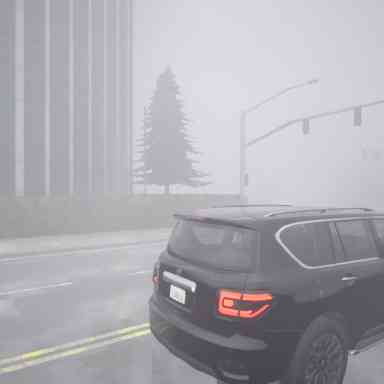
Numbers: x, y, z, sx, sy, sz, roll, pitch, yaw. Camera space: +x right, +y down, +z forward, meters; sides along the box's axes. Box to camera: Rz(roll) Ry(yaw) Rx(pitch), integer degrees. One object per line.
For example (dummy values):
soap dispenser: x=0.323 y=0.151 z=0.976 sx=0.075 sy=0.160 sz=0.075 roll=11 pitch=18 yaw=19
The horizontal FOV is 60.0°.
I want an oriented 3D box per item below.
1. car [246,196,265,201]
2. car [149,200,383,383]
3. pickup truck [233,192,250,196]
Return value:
car: x=8.563 y=1.564 z=42.956 sx=1.994 sy=1.385 sz=4.181 roll=0 pitch=0 yaw=-36
car: x=2.047 y=1.221 z=5.200 sx=5.566 sy=2.045 sz=2.150 roll=0 pitch=0 yaw=-35
pickup truck: x=10.249 y=1.059 z=68.801 sx=2.390 sy=2.098 sz=6.274 roll=0 pitch=0 yaw=-5
